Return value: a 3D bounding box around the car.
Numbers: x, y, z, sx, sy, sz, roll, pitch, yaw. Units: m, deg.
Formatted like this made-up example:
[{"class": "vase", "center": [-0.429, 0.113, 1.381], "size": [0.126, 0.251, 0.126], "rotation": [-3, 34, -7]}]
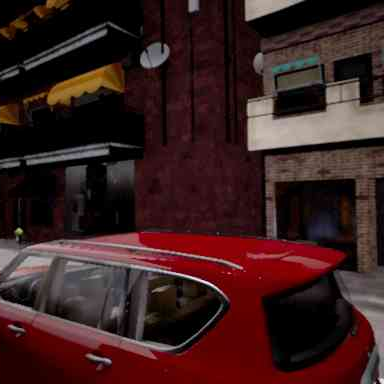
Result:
[{"class": "car", "center": [-0.818, 1.339, 3.474], "size": [5.009, 1.841, 2.192], "rotation": [-1, -1, 36]}]
